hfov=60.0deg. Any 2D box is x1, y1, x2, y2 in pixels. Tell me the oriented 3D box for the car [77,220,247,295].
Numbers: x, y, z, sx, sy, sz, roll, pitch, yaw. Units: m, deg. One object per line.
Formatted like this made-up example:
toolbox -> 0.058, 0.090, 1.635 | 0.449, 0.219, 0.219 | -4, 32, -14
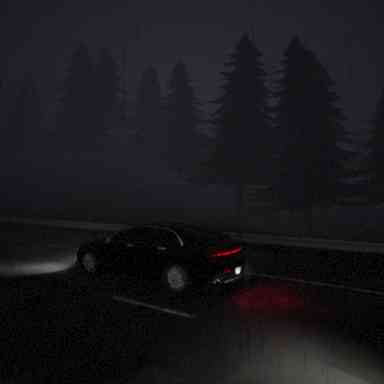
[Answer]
car -> -0.983, 1.500, 8.749 | 4.892, 1.490, 1.837 | 0, 0, 34
